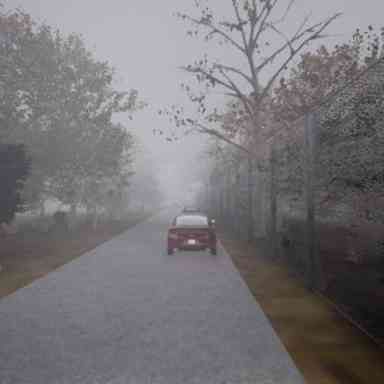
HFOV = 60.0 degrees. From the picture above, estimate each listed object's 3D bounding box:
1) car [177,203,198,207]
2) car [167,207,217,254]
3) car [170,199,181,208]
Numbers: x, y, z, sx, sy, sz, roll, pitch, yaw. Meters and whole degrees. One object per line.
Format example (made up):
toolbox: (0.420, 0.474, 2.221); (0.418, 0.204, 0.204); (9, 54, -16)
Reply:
car: (-0.045, 1.868, 28.358); (1.994, 1.385, 4.181); (0, -1, 0)
car: (0.009, 1.631, 14.253); (1.882, 1.535, 5.008); (0, 0, 0)
car: (-3.082, 2.252, 65.111); (2.097, 1.767, 4.553); (0, -2, 0)
